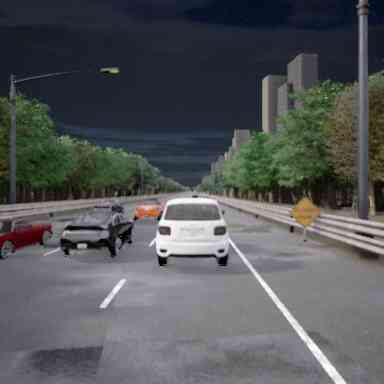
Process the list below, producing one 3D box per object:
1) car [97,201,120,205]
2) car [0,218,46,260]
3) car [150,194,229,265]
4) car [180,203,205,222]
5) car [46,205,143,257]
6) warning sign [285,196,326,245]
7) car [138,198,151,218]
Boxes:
[{"bbox_3d":[-6.945,1.510,27.937,2.128,1.511,4.902,0,0,1],"label":"car"},{"bbox_3d":[-6.960,1.606,12.330,1.895,1.301,4.718,0,0,1],"label":"car"},{"bbox_3d":[0.034,1.227,11.792,2.150,2.045,5.566,0,0,1],"label":"car"},{"bbox_3d":[0.047,1.618,27.330,1.895,1.301,4.718,0,0,1],"label":"car"},{"bbox_3d":[-3.451,1.497,12.935,2.128,1.511,4.902,0,0,0],"label":"car"},{"bbox_3d":[4.559,1.120,13.432,1.300,1.860,1.060,0,0,0],"label":"warning sign"},{"bbox_3d":[-3.446,1.369,27.856,2.097,1.767,4.553,0,0,1],"label":"car"}]
